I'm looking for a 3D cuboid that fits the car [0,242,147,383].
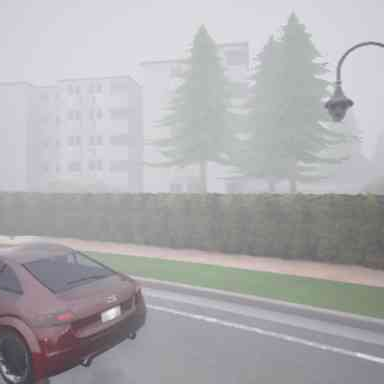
[{"bbox_3d":[-2.780,1.522,5.234,4.181,1.385,1.994,0,1,29],"label":"car"}]
